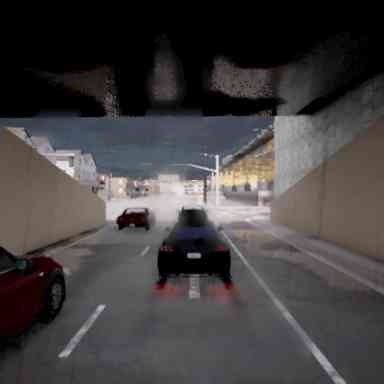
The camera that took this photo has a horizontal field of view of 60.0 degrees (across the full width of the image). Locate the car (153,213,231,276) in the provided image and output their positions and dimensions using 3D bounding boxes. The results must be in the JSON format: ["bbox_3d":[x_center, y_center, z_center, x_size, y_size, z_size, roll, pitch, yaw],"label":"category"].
[{"bbox_3d":[0.057,1.576,10.409,1.994,1.385,4.181,0,0,0],"label":"car"}]

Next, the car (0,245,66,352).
[{"bbox_3d":[-3.449,1.359,4.471,2.097,1.767,4.553,0,0,0],"label":"car"}]

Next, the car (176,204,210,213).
[{"bbox_3d":[0.053,1.529,20.930,1.837,1.490,4.892,0,0,0],"label":"car"}]

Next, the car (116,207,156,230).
[{"bbox_3d":[-3.450,1.626,21.434,1.895,1.301,4.718,0,0,0],"label":"car"}]
